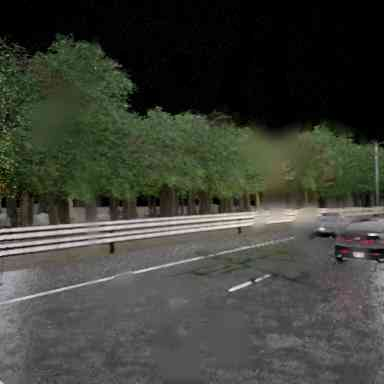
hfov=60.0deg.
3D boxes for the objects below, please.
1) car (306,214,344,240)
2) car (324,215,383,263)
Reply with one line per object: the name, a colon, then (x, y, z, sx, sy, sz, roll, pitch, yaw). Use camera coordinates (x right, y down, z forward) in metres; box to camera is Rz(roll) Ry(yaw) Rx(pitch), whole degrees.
car: (8.146, 1.941, 18.963, 1.994, 1.385, 4.181, -2, -2, 42)
car: (6.671, 1.700, 11.995, 1.837, 1.490, 4.892, -2, -2, 41)
